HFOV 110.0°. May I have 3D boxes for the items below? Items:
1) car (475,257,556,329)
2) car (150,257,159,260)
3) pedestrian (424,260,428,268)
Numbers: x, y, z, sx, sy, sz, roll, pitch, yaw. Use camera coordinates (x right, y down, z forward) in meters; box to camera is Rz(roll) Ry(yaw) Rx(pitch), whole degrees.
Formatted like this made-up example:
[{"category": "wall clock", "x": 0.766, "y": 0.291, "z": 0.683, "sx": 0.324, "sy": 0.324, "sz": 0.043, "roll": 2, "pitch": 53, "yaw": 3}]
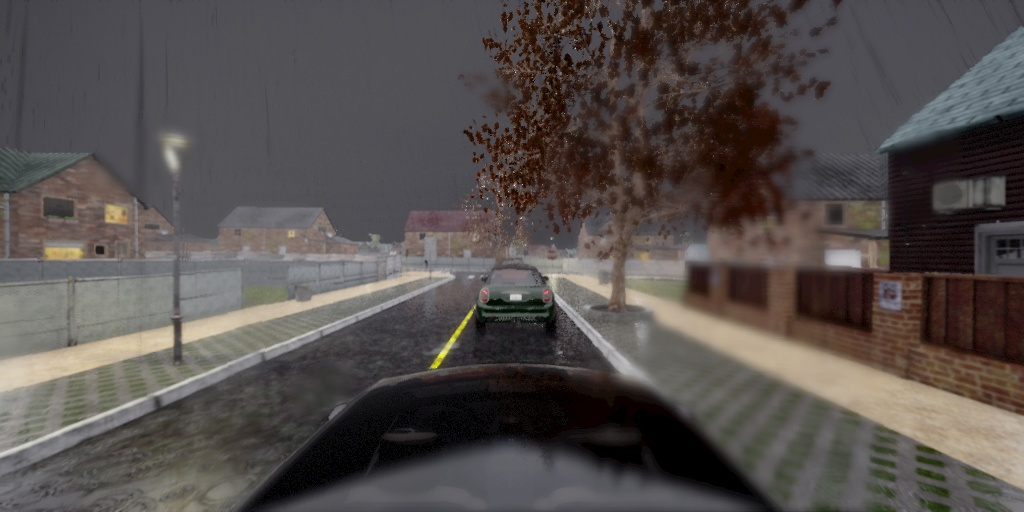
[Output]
[{"category": "car", "x": 0.095, "y": 1.032, "z": 11.046, "sx": 2.097, "sy": 1.767, "sz": 4.553, "roll": 0, "pitch": 0, "yaw": 0}, {"category": "car", "x": -36.956, "y": 0.338, "z": 34.778, "sx": 5.008, "sy": 1.535, "sz": 1.882, "roll": 1, "pitch": 0, "yaw": 0}, {"category": "pedestrian", "x": -9.707, "y": 0.483, "z": 40.805, "sx": 0.375, "sy": 1.860, "sz": 0.375, "roll": 0, "pitch": -1, "yaw": 0}]
